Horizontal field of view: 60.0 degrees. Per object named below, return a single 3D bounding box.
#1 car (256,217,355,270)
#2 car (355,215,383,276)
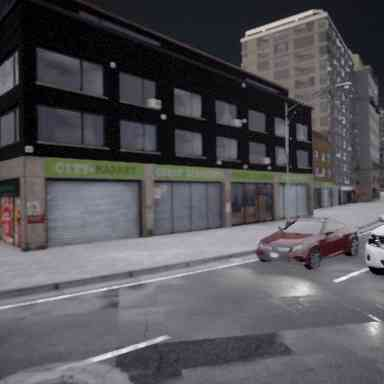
[{"bbox_3d":[4.168,1.617,11.516,4.674,1.442,1.812,0,-1,-42],"label":"car"},{"bbox_3d":[7.079,1.228,9.700,5.566,2.045,2.150,-1,-1,-43],"label":"car"}]
